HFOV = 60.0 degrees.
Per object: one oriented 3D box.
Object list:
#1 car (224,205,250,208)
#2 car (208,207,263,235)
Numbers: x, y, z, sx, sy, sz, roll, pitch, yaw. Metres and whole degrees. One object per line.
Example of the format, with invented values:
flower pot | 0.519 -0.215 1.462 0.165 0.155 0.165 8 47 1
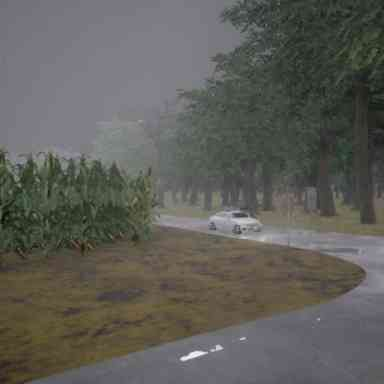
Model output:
car | 3.333 1.912 27.984 2.097 1.767 4.553 -1 -1 -29
car | 2.842 2.029 22.847 1.812 1.442 4.674 -1 -1 -29
